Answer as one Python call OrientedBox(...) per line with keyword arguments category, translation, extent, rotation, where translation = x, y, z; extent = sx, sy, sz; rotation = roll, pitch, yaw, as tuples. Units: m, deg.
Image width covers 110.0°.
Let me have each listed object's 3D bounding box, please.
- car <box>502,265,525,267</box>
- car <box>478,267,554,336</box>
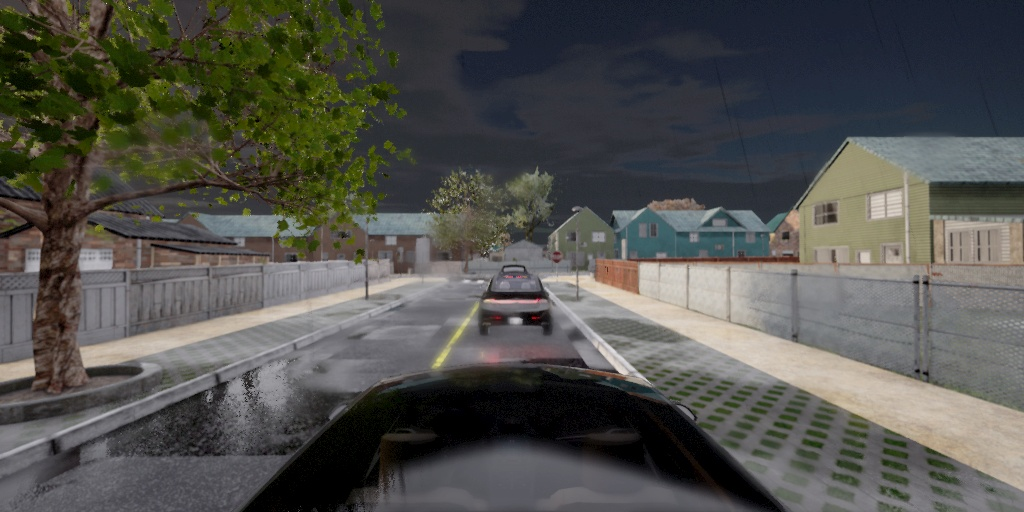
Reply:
OrientedBox(category="car", translation=(0.118, 1.249, 20.701), extent=(1.837, 1.490, 4.892), rotation=(0, 0, 1))
OrientedBox(category="car", translation=(0.097, 1.238, 10.401), extent=(2.128, 1.511, 4.902), rotation=(0, 0, 0))
